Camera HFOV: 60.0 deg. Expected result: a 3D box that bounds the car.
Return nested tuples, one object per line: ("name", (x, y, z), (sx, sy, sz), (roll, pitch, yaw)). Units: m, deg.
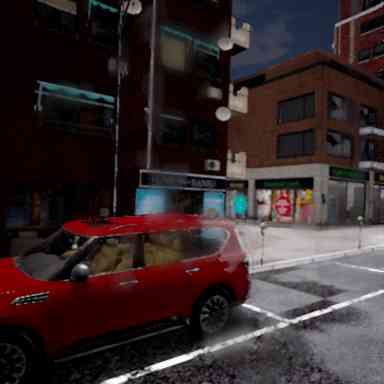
("car", (-1.269, 1.337, 5.157), (5.009, 1.841, 2.192), (1, 1, -35))
